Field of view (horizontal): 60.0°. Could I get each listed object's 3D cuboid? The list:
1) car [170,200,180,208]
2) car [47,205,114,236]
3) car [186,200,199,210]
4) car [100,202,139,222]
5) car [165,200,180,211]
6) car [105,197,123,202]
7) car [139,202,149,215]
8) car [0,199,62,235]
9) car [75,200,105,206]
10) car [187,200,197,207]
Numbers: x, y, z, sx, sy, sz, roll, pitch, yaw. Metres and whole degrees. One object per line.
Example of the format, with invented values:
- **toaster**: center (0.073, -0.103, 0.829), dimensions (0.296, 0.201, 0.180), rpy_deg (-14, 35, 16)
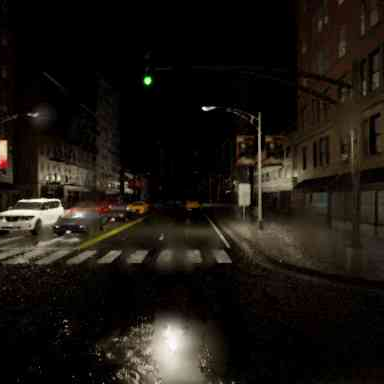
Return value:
- **car**: center (-3.240, 2.260, 65.057), dimensions (1.812, 1.442, 4.674), rpy_deg (0, -1, 0)
- **car**: center (-6.591, 1.782, 20.371), dimensions (2.033, 1.411, 5.357), rpy_deg (0, -1, 0)
- **car**: center (0.055, 2.089, 54.047), dimensions (1.882, 1.535, 5.008), rpy_deg (0, -1, 0)
- **car**: center (-6.553, 1.895, 30.445), dimensions (2.033, 1.411, 5.357), rpy_deg (0, -1, 0)
- **car**: center (-3.141, 2.068, 52.109), dimensions (1.882, 1.535, 5.008), rpy_deg (0, -1, 0)
- **car**: center (-9.742, 1.684, 40.757), dimensions (2.150, 2.045, 5.566), rpy_deg (0, -1, 0)
- **car**: center (-6.493, 1.941, 40.821), dimensions (1.882, 1.535, 5.008), rpy_deg (0, -1, 0)
- **car**: center (-9.847, 1.460, 20.795), dimensions (2.150, 2.045, 5.566), rpy_deg (0, -1, -1)
- **car**: center (-9.803, 1.698, 30.354), dimensions (2.097, 1.767, 4.553), rpy_deg (0, -1, 0)
- **car**: center (0.011, 2.353, 66.672), dimensions (1.895, 1.301, 4.718), rpy_deg (0, -1, 0)
